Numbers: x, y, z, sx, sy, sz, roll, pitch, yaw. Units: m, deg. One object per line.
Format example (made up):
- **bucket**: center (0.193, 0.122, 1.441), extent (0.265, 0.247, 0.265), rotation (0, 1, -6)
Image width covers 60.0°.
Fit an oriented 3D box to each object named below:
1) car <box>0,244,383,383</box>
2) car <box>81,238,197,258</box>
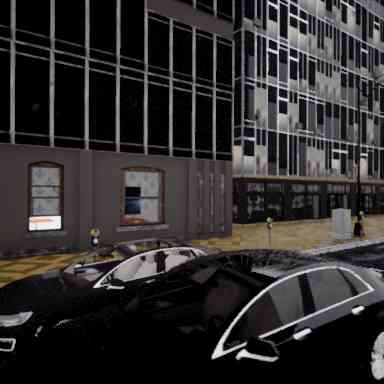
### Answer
- **car**: center (0.546, 1.503, 3.769), extent (4.892, 1.490, 1.837), rotation (0, 0, -35)
- **car**: center (-1.045, 1.549, 5.806), extent (4.403, 1.369, 2.008), rotation (0, 0, -35)
